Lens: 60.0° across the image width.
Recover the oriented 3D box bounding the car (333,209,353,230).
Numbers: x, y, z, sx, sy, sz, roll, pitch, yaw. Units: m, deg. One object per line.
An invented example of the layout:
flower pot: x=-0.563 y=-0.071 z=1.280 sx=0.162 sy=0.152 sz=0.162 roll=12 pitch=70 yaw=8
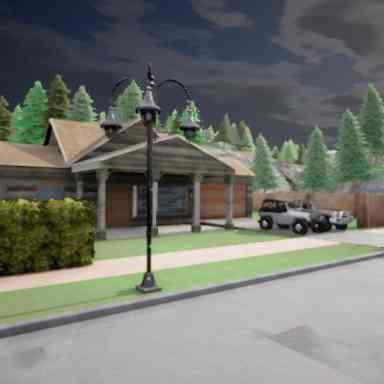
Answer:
car: x=7.311 y=1.337 z=20.480 sx=1.932 sy=1.855 sz=4.605 roll=1 pitch=0 yaw=-35

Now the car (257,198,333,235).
car: x=5.488 y=1.316 z=18.705 sx=1.905 sy=1.878 sz=3.866 roll=1 pitch=0 yaw=-35
